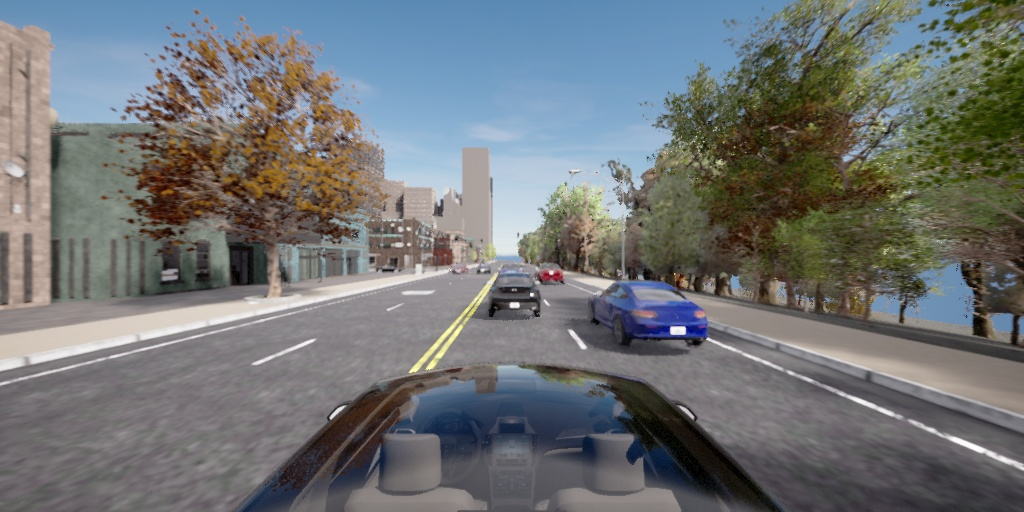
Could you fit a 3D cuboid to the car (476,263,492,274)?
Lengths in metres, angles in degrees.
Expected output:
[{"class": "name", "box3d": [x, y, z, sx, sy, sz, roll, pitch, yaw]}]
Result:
[{"class": "car", "box3d": [-3.829, 1.737, 49.475, 2.128, 1.511, 4.902, 0, -1, 0]}]

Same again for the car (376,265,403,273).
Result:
[{"class": "car", "box3d": [-20.681, 2.176, 60.462, 4.313, 1.339, 1.948, 0, 0, -1]}]

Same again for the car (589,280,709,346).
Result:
[{"class": "car", "box3d": [3.337, 1.356, 9.512, 1.812, 1.442, 4.674, 0, 0, 0]}]

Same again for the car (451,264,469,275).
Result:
[{"class": "car", "box3d": [-7.078, 1.767, 49.190, 1.812, 1.442, 4.674, 0, -1, 0]}]

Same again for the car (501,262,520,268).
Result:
[{"class": "car", "box3d": [-0.146, 1.401, 30.553, 2.097, 1.767, 4.553, 0, 0, -1]}]

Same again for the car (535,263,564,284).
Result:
[{"class": "car", "box3d": [3.104, 1.401, 30.570, 2.097, 1.767, 4.553, 0, 0, -1]}]

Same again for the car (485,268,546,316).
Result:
[{"class": "car", "box3d": [0.075, 1.381, 14.026, 1.837, 1.490, 4.892, 0, -1, 0]}]
